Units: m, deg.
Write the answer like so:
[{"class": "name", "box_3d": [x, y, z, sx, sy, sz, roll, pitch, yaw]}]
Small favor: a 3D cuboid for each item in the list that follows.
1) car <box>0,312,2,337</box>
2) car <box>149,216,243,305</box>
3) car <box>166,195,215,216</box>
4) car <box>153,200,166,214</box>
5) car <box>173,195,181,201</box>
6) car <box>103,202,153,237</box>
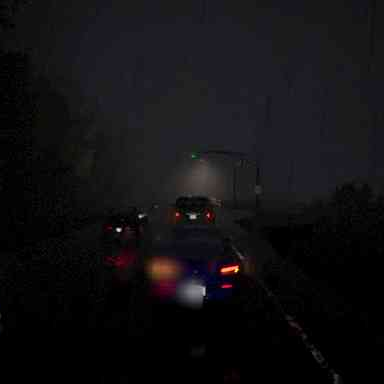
[{"class": "car", "box_3d": [-3.409, 1.478, 2.349, 1.882, 1.535, 5.008, 0, 0, 0]}, {"class": "car", "box_3d": [0.076, 1.528, 7.979, 1.812, 1.442, 4.674, 0, 0, 0]}, {"class": "car", "box_3d": [0.036, 1.226, 17.639, 2.150, 2.045, 5.566, 0, 0, 0]}, {"class": "car", "box_3d": [-3.535, 1.571, 36.190, 1.994, 1.385, 4.181, 0, 0, 0]}, {"class": "car", "box_3d": [-3.828, 1.499, 87.277, 1.837, 1.490, 4.892, 0, 0, 0]}, {"class": "car", "box_3d": [-3.467, 1.510, 18.110, 1.837, 1.490, 4.892, 0, 0, 0]}]
